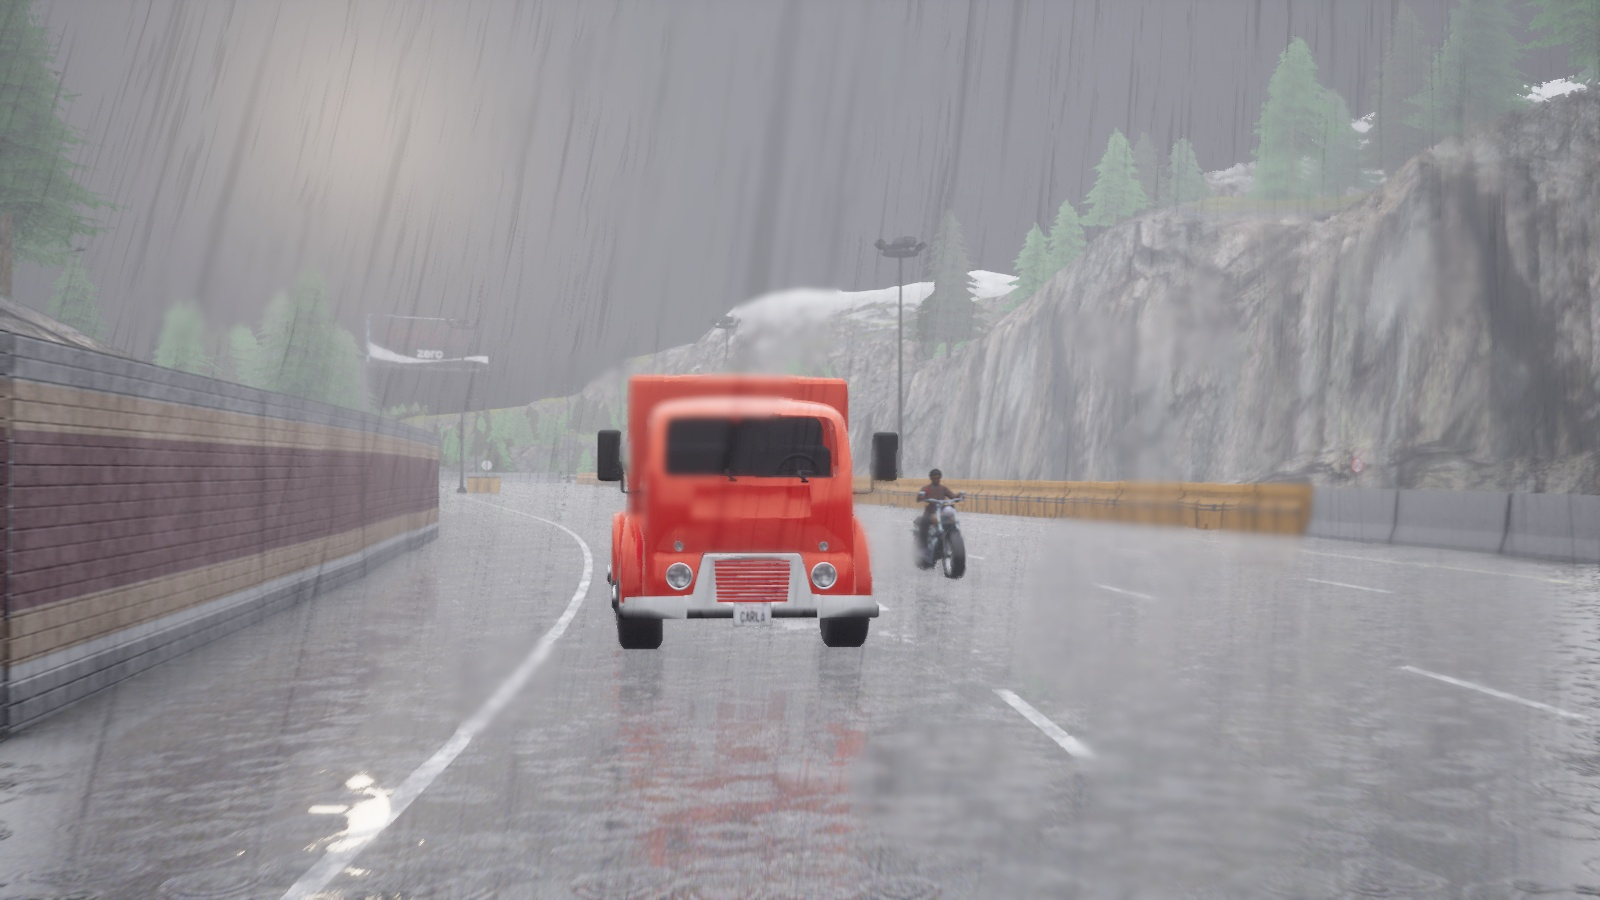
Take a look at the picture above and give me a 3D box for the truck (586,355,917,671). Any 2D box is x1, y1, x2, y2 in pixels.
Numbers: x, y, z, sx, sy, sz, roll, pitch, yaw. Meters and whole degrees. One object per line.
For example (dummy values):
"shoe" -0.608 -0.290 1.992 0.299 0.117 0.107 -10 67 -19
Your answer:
"truck" -0.647 0.545 12.556 2.627 2.467 5.204 0 -1 -6

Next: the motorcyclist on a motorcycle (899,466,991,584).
"motorcyclist on a motorcycle" 2.147 1.073 18.920 0.766 1.649 2.350 -1 -1 -8
